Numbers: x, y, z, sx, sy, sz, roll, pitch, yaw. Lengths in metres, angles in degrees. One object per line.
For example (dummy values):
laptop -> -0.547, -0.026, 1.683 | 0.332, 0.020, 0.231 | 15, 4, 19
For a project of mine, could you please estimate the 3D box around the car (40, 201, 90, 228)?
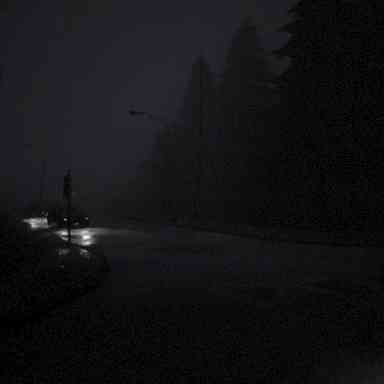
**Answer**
car -> -8.806, 1.632, 23.260 | 2.033, 1.411, 5.357 | 0, 0, -35

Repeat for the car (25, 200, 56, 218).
car -> -14.436, 1.673, 31.361 | 1.994, 1.385, 4.181 | 0, 0, -35
